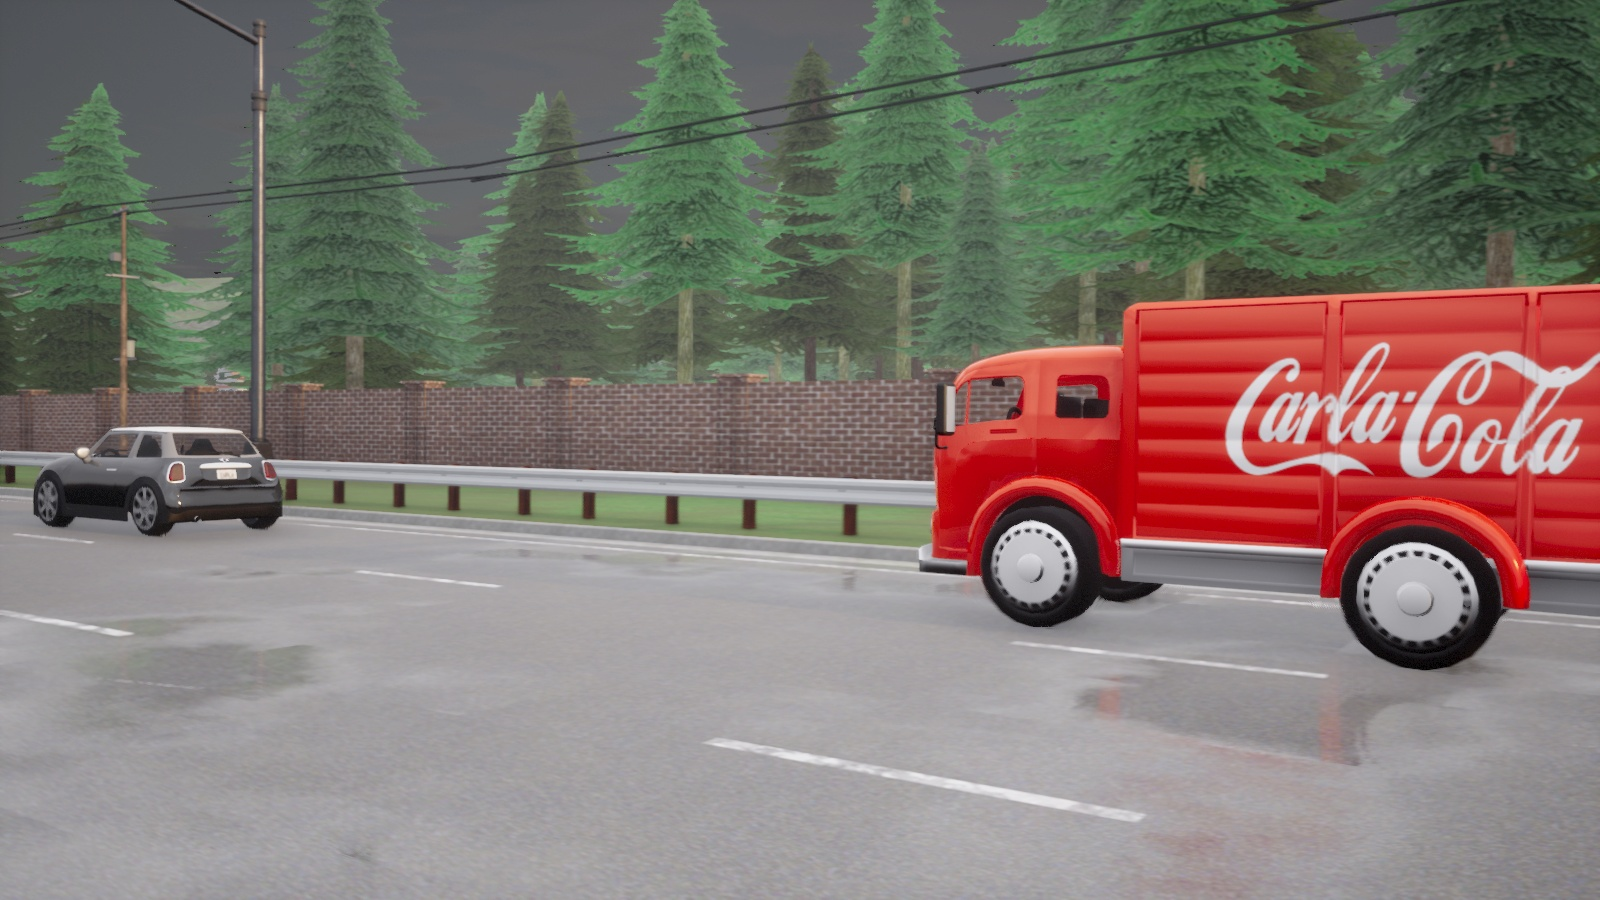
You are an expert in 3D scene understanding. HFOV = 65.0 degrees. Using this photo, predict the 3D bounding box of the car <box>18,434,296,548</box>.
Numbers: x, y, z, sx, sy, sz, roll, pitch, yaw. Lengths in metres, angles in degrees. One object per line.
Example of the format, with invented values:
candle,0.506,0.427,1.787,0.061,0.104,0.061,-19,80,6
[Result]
car,-9.366,0.523,18.248,3.806,1.475,1.970,0,1,34

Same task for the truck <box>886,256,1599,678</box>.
truck,3.587,0.079,9.634,5.204,2.467,2.627,0,1,34
